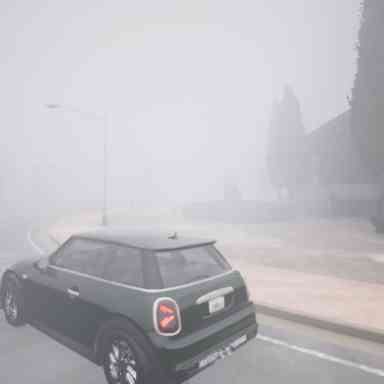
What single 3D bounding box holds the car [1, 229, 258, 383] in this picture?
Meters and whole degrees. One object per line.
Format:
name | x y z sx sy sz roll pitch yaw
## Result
car | -1.300 1.390 5.446 4.553 1.767 2.097 0 -1 41
